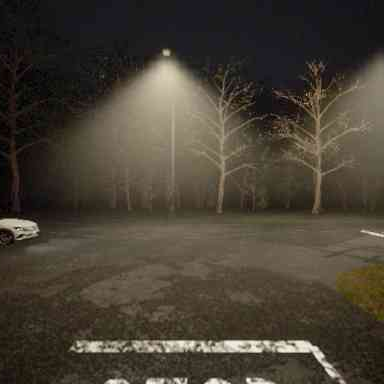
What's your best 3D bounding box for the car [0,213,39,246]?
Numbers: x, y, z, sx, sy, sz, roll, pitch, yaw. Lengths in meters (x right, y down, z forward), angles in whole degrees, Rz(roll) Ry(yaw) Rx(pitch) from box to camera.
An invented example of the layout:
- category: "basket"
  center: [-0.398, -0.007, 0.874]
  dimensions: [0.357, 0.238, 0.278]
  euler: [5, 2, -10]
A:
- category: "car"
  center: [-9.225, 1.488, 14.572]
  dimensions: [4.674, 1.442, 1.812]
  euler: [1, 0, 1]
